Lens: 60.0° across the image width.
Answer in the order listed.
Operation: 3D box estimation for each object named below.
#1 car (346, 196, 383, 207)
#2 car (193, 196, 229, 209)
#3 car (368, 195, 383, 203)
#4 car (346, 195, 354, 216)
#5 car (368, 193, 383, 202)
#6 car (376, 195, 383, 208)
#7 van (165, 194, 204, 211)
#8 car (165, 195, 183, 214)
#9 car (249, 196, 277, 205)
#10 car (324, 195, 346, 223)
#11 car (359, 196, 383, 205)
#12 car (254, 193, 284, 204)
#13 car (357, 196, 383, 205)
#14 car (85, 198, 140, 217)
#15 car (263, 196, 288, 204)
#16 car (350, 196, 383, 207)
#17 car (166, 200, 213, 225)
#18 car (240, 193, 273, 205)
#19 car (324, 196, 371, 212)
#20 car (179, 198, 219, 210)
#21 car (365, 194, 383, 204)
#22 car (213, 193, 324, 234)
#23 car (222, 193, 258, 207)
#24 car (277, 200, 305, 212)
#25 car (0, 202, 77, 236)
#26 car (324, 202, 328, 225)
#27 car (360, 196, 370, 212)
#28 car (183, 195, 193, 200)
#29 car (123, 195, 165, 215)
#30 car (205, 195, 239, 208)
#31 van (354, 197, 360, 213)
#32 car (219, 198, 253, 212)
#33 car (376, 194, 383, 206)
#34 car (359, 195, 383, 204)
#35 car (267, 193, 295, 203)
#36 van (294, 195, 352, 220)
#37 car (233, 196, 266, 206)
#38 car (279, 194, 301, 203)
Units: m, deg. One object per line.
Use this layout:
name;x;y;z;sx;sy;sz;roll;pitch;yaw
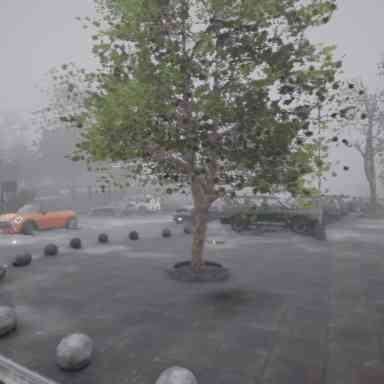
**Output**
car;26.433;1.480;50.741;5.008;1.535;2.097;1;0;15
car;2.678;1.422;46.327;4.553;1.767;2.185;-1;0;15
car;40.033;1.504;70.119;4.674;1.452;2.002;1;0;15
car;9.413;1.246;26.523;5.566;2.045;2.435;1;1;15
car;41.763;1.210;72.540;5.566;2.045;2.435;1;0;15
car;23.007;1.514;45.900;4.792;1.488;2.163;1;1;15
van;-0.940;1.327;41.429;4.442;1.987;1.878;-1;0;15
car;-4.271;1.302;36.459;5.566;2.045;2.435;-1;-1;15
car;13.071;1.537;61.176;4.892;1.521;2.231;-1;0;15
car;7.712;1.247;24.102;5.566;2.045;2.435;1;1;15
car;33.239;1.473;60.435;4.892;1.521;2.231;1;1;15
car;14.767;1.283;63.676;5.566;2.045;2.435;-1;0;15
car;31.563;1.504;58.008;4.792;1.488;2.163;1;0;15
car;-7.795;1.586;31.499;4.792;1.488;2.163;-1;0;15
car;16.567;1.561;66.132;4.792;1.488;2.163;-1;-1;15
car;28.315;1.477;53.126;5.366;1.575;1.946;1;0;15
car;0.566;1.537;24.095;1.837;1.490;4.892;0;0;35
car;11.356;1.286;58.706;5.566;2.045;2.435;-1;-1;15
car;17.967;1.365;38.624;4.553;1.767;2.185;1;1;15
car;0.907;1.551;43.880;4.892;1.521;2.231;-1;-1;15
car;36.665;1.342;65.264;4.553;1.767;2.185;1;1;15
car;4.369;1.249;19.259;5.566;2.045;2.435;1;0;15
car;7.824;1.291;53.778;5.566;2.045;2.435;-1;0;15
car;12.152;1.625;40.663;1.895;1.301;4.718;0;0;35
car;-8.711;1.404;18.752;2.097;1.767;4.553;0;0;23
car;6.012;1.529;21.670;4.792;1.488;2.163;1;1;15
car;16.233;1.493;36.207;4.892;1.521;2.231;1;0;15
car;-2.591;1.427;38.943;4.553;1.767;2.185;-1;-1;15
car;-6.063;1.304;33.978;5.566;2.045;2.435;-1;0;15
car;4.411;1.420;48.812;4.553;1.767;2.185;-1;0;15
van;12.954;1.270;31.339;4.442;1.987;1.878;1;0;15
car;5.361;1.521;39.950;1.882;1.535;5.008;0;0;36
car;24.915;1.481;48.283;5.366;1.575;1.946;1;0;15
car;34.755;1.465;62.894;5.366;1.575;1.946;1;1;15
car;18.297;1.278;68.611;5.566;2.045;2.435;-1;-1;15
van;11.254;1.271;28.918;4.442;1.987;1.878;1;0;15
car;9.773;1.534;56.198;5.366;1.575;1.946;-1;-1;15
car;21.715;1.400;73.566;4.553;1.767;2.185;-1;-1;15
